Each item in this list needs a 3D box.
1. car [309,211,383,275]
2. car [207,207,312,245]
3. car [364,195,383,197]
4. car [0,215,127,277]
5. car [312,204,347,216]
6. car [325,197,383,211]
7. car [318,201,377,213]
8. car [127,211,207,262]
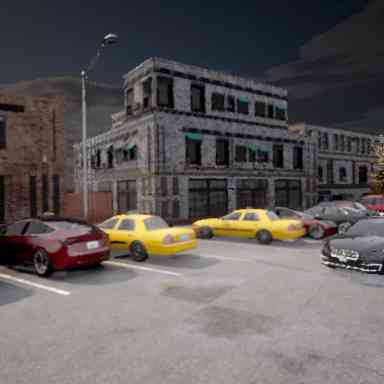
[{"bbox_3d":[5.887,1.498,10.009,4.892,1.490,1.837,0,0,-35],"label":"car"},{"bbox_3d":[2.443,1.477,15.522,5.366,1.575,1.946,-1,0,35],"label":"car"},{"bbox_3d":[12.139,1.230,22.223,5.566,2.045,2.435,-1,-1,35],"label":"car"},{"bbox_3d":[-4.603,1.514,10.340,4.792,1.488,2.163,-1,-1,35],"label":"car"},{"bbox_3d":[5.013,1.507,17.092,4.792,1.488,2.163,-1,-1,35],"label":"car"},{"bbox_3d":[9.751,1.352,20.537,4.553,1.767,2.185,-1,-1,35],"label":"car"},{"bbox_3d":[7.385,1.478,18.806,4.892,1.521,2.231,-1,-1,35],"label":"car"},{"bbox_3d":[-2.338,1.481,12.131,5.366,1.575,1.946,-1,0,35],"label":"car"}]
